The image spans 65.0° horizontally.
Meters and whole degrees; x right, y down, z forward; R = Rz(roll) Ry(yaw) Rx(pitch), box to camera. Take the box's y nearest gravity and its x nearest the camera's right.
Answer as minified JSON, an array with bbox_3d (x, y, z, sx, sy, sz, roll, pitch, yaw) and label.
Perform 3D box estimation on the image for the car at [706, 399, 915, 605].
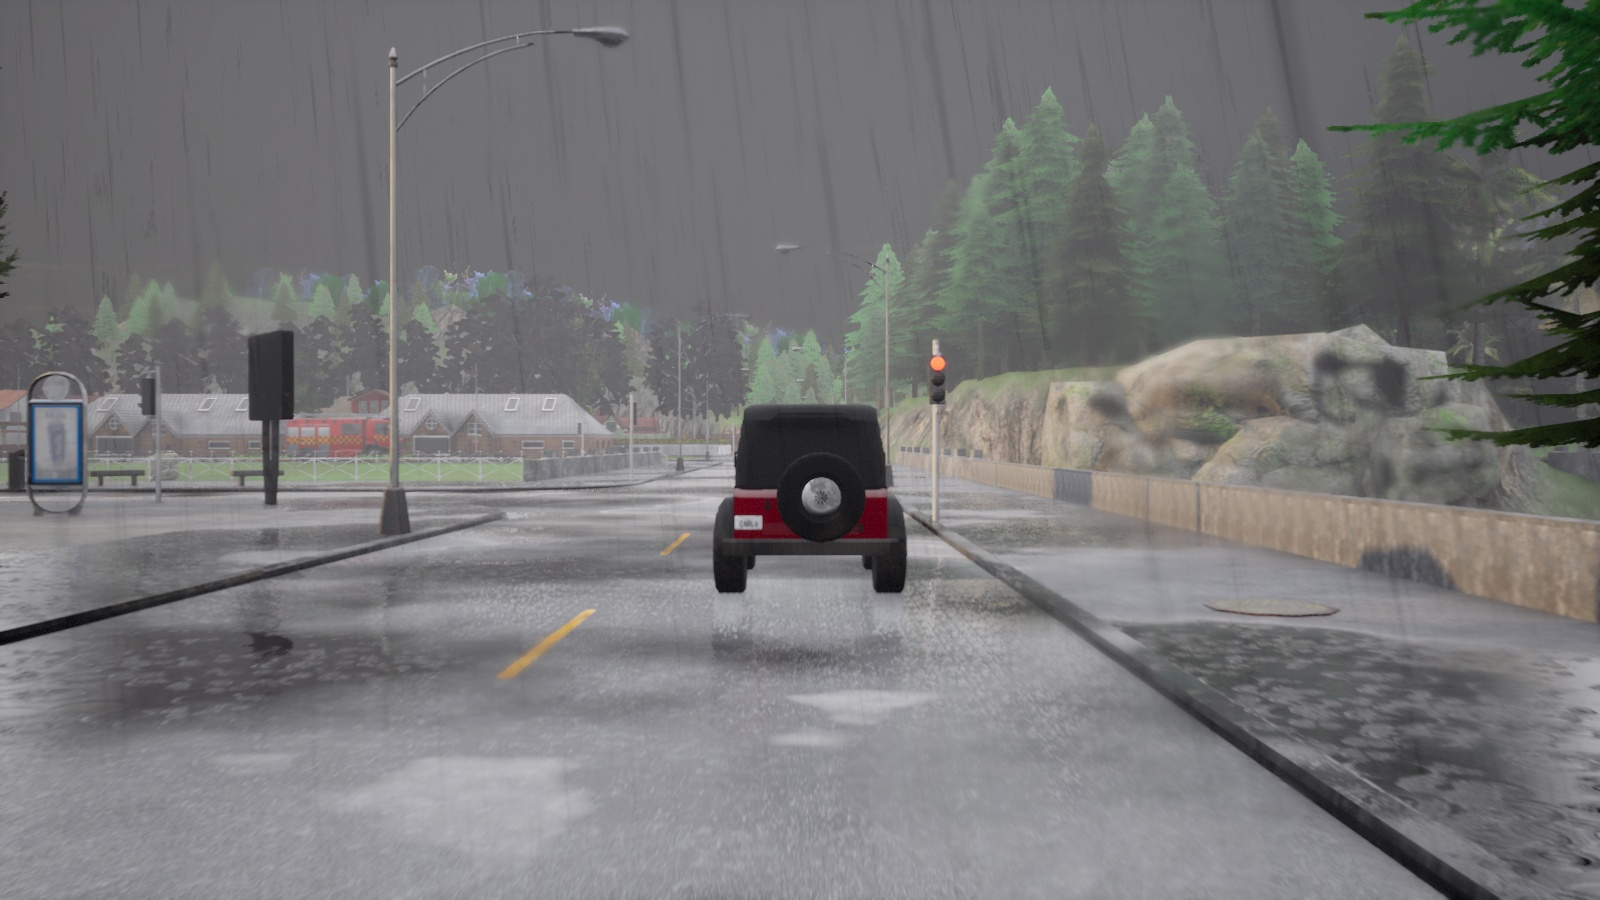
[{"bbox_3d":[0.101,0.467,13.402,1.905,1.878,3.866,0,0,0],"label":"car"}]
